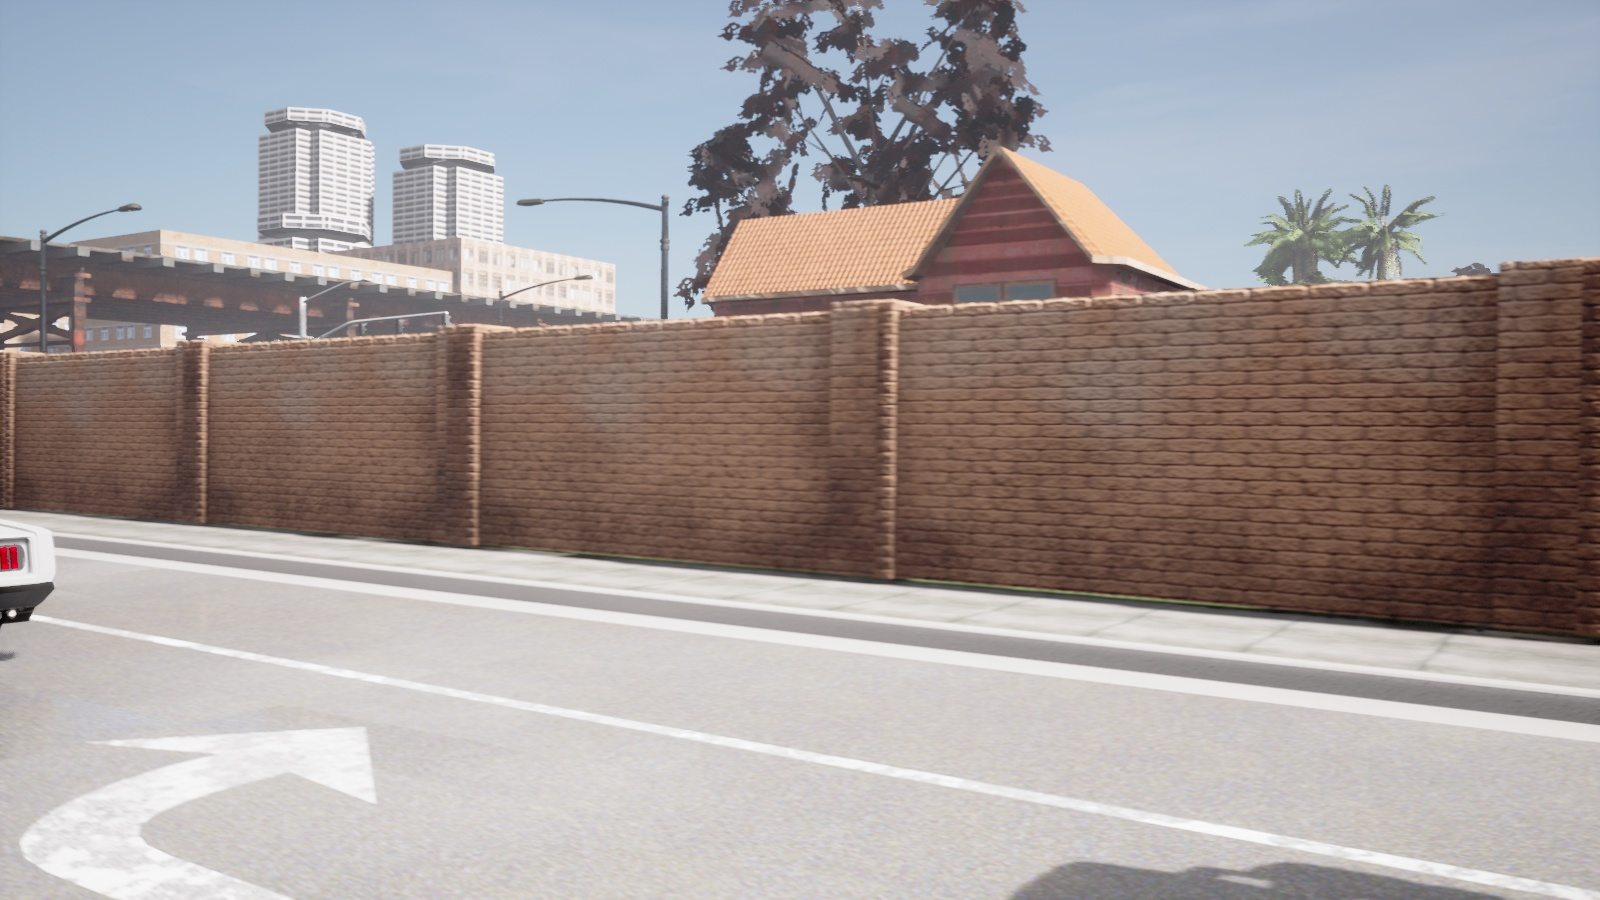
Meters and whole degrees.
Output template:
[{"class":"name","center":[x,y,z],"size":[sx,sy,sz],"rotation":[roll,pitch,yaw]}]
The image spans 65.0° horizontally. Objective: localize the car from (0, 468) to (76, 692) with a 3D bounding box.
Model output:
[{"class":"car","center":[-6.957,0.782,8.248],"size":[4.718,1.301,1.895],"rotation":[0,1,34]}]
